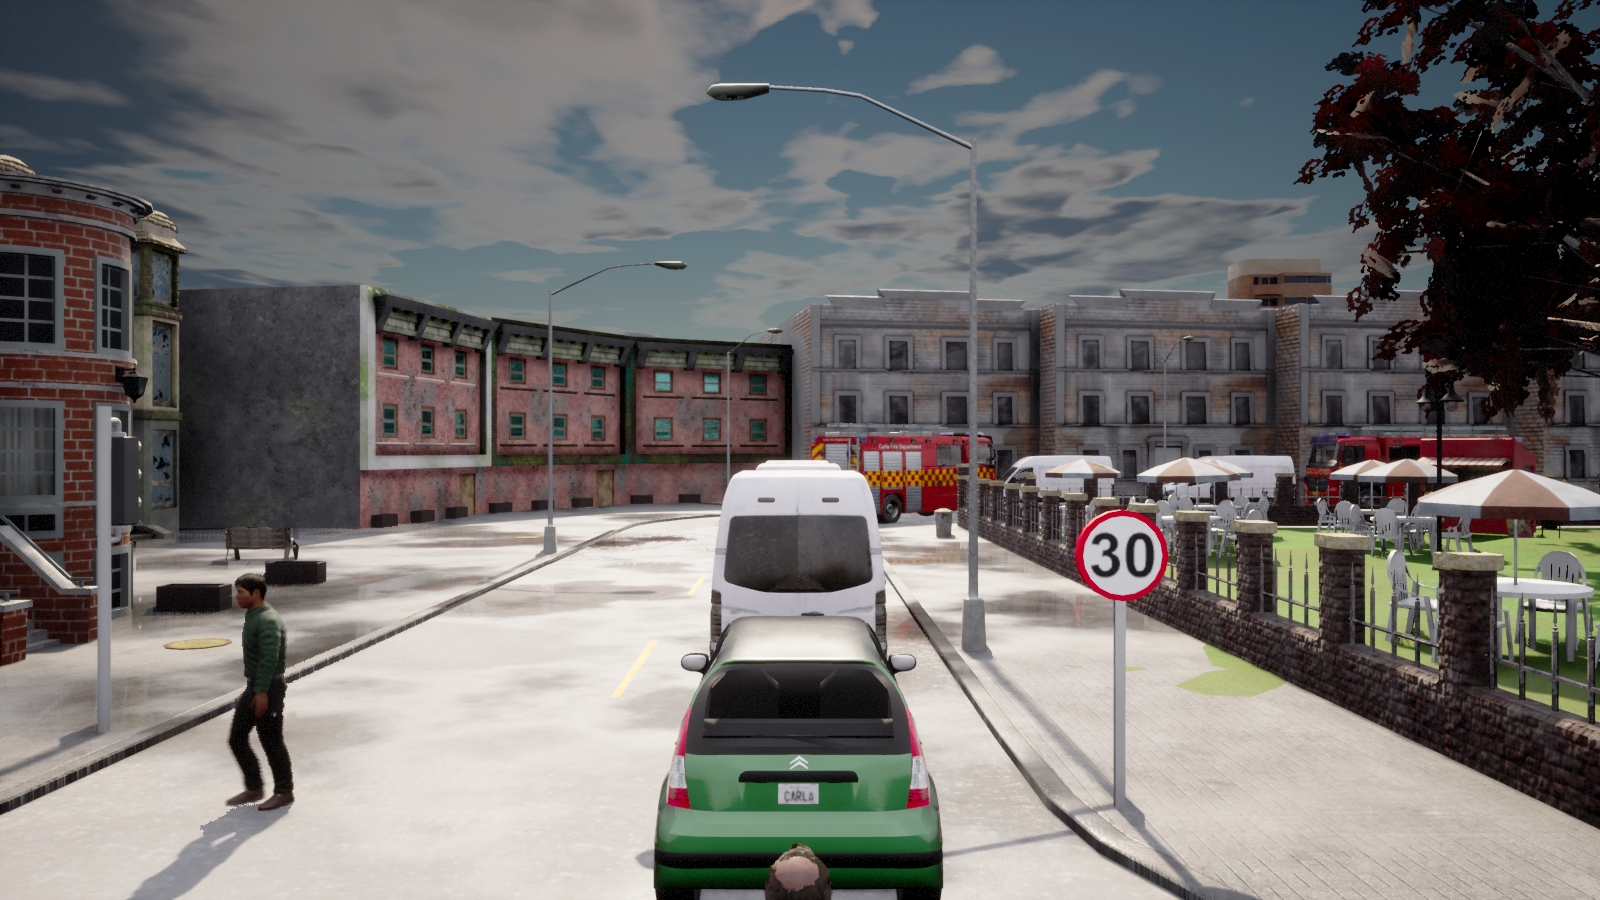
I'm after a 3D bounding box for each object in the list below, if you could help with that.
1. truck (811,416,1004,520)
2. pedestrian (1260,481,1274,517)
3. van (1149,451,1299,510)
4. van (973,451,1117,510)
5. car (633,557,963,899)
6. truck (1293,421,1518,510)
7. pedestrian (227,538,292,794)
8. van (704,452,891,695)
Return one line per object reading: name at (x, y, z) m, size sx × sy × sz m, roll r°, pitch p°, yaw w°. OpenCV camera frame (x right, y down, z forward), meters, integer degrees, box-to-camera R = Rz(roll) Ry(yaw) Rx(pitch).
truck at (4.502, 0.672, 46.247) m, size 8.468 × 3.827 × 2.891 m, roll 0°, pitch 0°, yaw -43°
pedestrian at (17.119, 1.805, 41.869) m, size 0.375 × 1.300 × 0.375 m, roll 0°, pitch 0°, yaw 5°
van at (18.656, 1.314, 50.452) m, size 5.915 × 2.561 × 1.988 m, roll 0°, pitch 0°, yaw 0°
van at (10.768, 1.314, 50.430) m, size 5.915 × 2.561 × 1.988 m, roll 0°, pitch 0°, yaw 0°
car at (-0.015, 1.779, 8.404) m, size 1.851 × 1.617 × 3.988 m, roll 0°, pitch 0°, yaw 0°
truck at (26.739, 0.670, 50.713) m, size 8.468 × 3.827 × 2.891 m, roll 0°, pitch 0°, yaw 0°
pedestrian at (-4.148, 1.629, 8.768) m, size 0.375 × 1.860 × 0.375 m, roll 0°, pitch 0°, yaw -38°
van at (-0.025, 1.315, 15.105) m, size 1.988 × 2.561 × 5.915 m, roll 0°, pitch 0°, yaw 0°
